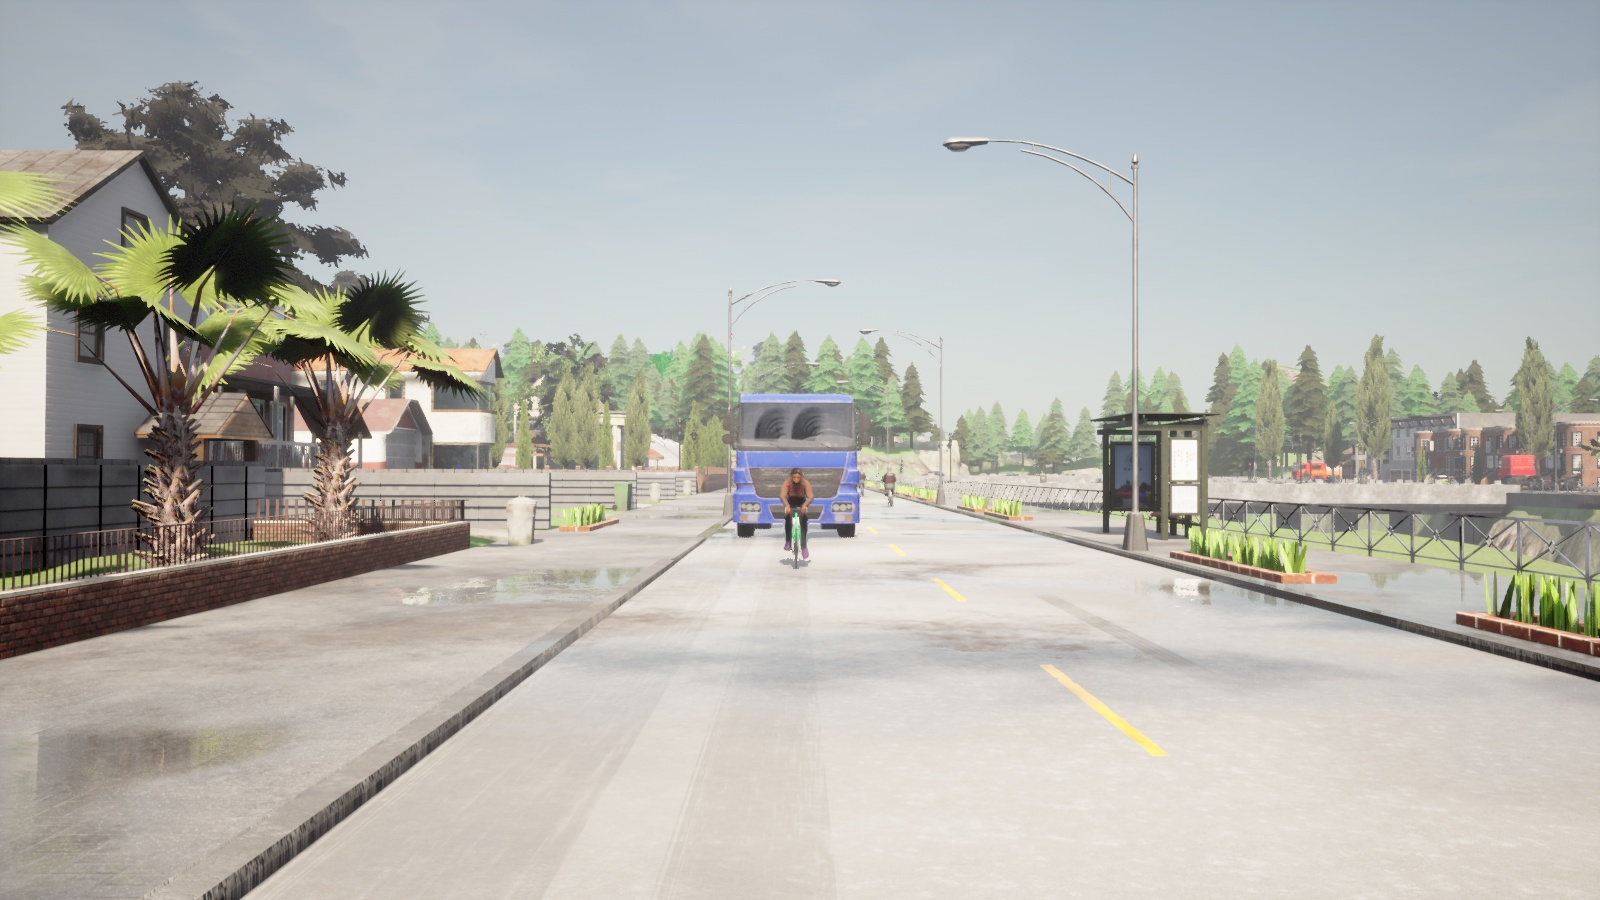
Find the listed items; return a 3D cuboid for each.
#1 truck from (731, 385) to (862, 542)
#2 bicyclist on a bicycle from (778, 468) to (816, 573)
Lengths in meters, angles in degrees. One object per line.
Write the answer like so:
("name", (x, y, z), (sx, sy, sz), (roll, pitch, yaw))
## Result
("truck", (-0.084, 0.366, 31.801), (2.891, 3.462, 7.936), (0, -1, 0))
("bicyclist on a bicycle", (-0.051, 1.107, 20.273), (0.582, 1.620, 1.656), (0, -1, 0))
